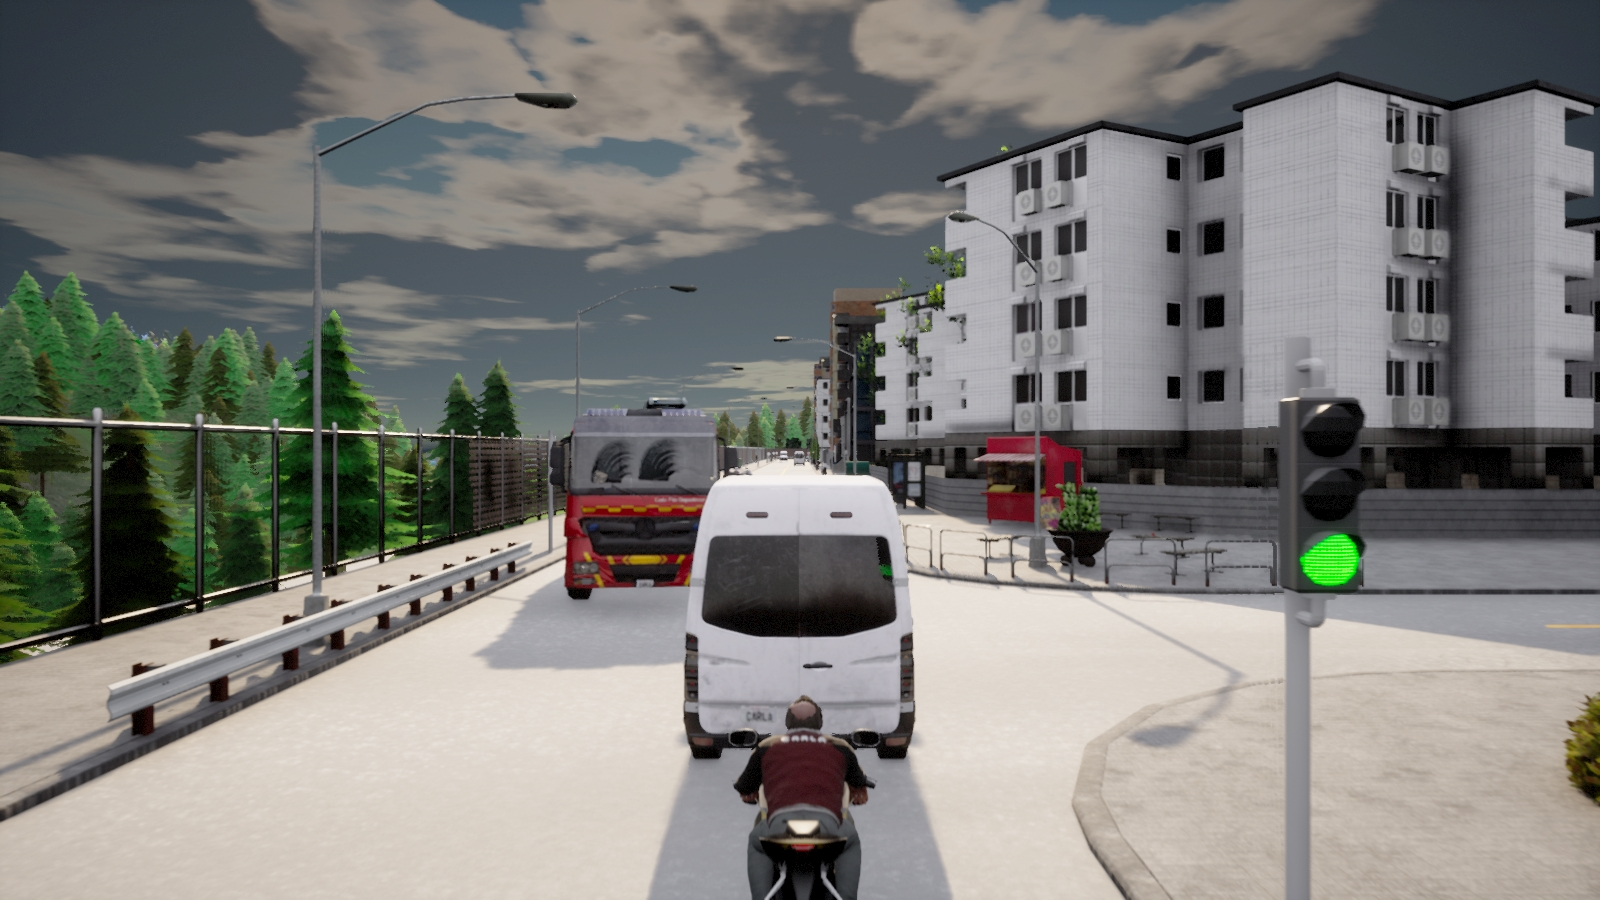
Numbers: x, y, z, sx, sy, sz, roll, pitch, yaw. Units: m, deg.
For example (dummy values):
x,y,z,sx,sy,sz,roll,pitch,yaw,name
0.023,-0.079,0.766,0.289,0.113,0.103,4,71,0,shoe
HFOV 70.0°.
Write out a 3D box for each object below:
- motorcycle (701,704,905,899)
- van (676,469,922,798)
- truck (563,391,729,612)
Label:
x,y,z,sx,sy,sz,roll,pitch,yaw,name
0.021,2.205,5.972,0.867,1.251,2.209,0,0,0,motorcycle
-0.011,1.535,12.189,1.988,2.561,5.915,0,0,0,van
-3.283,0.891,24.224,2.891,3.827,8.468,0,0,-8,truck
